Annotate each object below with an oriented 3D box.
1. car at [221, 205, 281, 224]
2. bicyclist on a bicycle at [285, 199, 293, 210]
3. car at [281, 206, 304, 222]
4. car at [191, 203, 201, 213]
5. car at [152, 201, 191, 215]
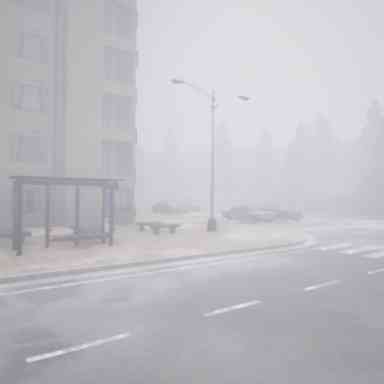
[{"bbox_3d":[4.600,1.797,27.241,1.895,1.301,4.718,1,-1,-36],"label":"car"},{"bbox_3d":[12.099,1.685,41.693,1.656,1.620,0.582,1,0,-36],"label":"bicyclist on a bicycle"},{"bbox_3d":[7.396,1.842,29.336,1.895,1.301,4.718,1,0,-36],"label":"car"},{"bbox_3d":[-0.920,1.798,40.032,1.994,1.385,4.181,1,-1,-44],"label":"car"},{"bbox_3d":[-2.587,1.718,36.731,1.812,1.442,4.674,1,0,-41],"label":"car"}]
